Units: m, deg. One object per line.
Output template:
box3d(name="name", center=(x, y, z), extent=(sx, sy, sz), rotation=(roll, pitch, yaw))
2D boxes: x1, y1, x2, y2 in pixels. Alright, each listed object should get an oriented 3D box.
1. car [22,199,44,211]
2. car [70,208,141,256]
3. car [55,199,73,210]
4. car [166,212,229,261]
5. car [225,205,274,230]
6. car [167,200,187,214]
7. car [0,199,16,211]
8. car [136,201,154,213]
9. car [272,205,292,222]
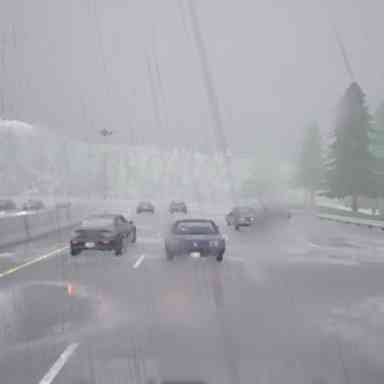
box3d(name="car", center=(-20.950, 1.683, 44.078), extent=(2.128, 1.511, 4.902), rotation=(0, 0, -12))
box3d(name="car", center=(-3.417, 1.584, 13.367), extent=(1.812, 1.442, 4.674), rotation=(0, 0, -1))
box3d(name="car", center=(-17.898, 1.728, 46.572), extent=(1.812, 1.442, 4.674), rotation=(0, 0, -12))
box3d(name="car", center=(0.094, 1.656, 12.505), extent=(1.895, 1.301, 4.718), rotation=(0, 0, 0))
box3d(name="car", center=(3.385, 1.643, 21.671), extent=(2.033, 1.411, 5.357), rotation=(0, 0, -3))
box3d(name="car", center=(-1.729, 1.658, 37.932), extent=(2.128, 1.511, 4.902), rotation=(0, 0, -9))
box3d(name="car", center=(-24.298, 1.678, 43.023), extent=(2.128, 1.511, 4.902), rotation=(0, 0, -12))
box3d(name="car", center=(-5.623, 1.738, 39.737), extent=(1.994, 1.385, 4.181), rotation=(0, 0, -10))
box3d(name="car", center=(6.489, 1.722, 27.480), extent=(1.895, 1.301, 4.718), rotation=(0, 0, -5))
